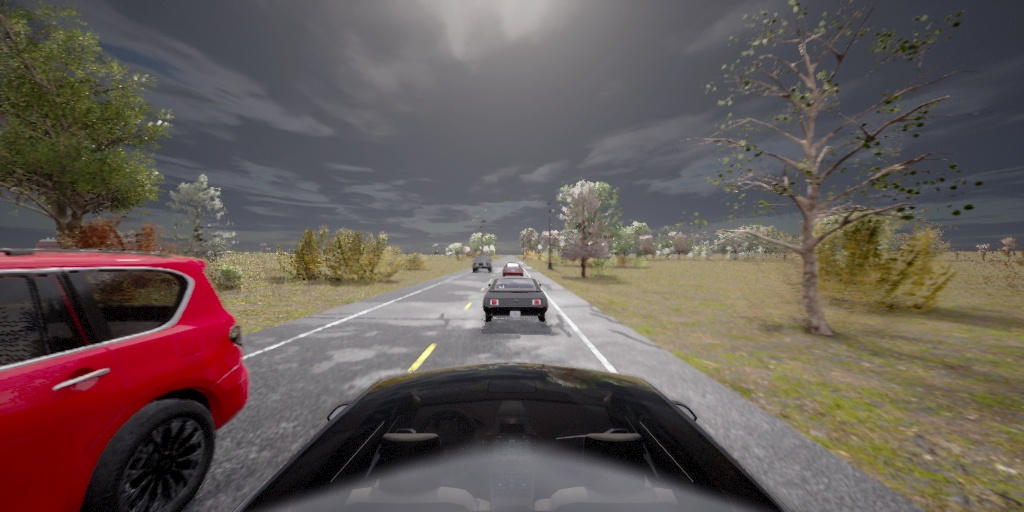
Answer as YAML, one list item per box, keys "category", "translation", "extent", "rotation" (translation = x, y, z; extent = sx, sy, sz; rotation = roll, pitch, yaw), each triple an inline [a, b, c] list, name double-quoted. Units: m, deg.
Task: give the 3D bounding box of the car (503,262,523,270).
- category: "car"
  translation: [0.093, 1.309, 34.892]
  extent: [1.994, 1.385, 4.181]
  rotation: [0, 0, 0]

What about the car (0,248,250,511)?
- category: "car"
  translation: [-3.601, 0.972, 1.129]
  extent: [2.150, 2.045, 5.566]
  rotation: [0, 0, 0]

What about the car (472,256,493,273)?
- category: "car"
  translation: [-3.592, 0.966, 44.289]
  extent: [2.150, 2.045, 5.566]
  rotation: [0, 0, 0]

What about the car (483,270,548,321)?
- category: "car"
  translation: [0.097, 1.350, 12.423]
  extent: [1.895, 1.301, 4.718]
  rotation: [0, 0, 0]
